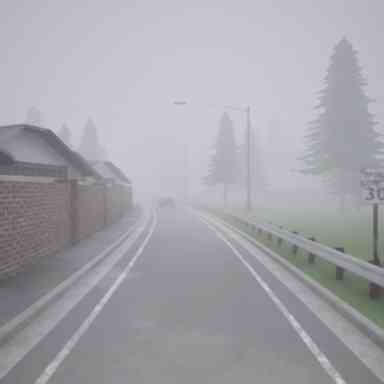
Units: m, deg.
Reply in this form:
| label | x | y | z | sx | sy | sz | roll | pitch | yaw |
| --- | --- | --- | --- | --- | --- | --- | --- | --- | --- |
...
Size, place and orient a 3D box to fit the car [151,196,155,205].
| label | x | y | z | sx | sy | sz | roll | pitch | yaw |
| --- | --- | --- | --- | --- | --- | --- | --- | --- | --- |
| car | -5.170 | 1.225 | 51.356 | 1.812 | 1.442 | 4.674 | 0 | 0 | -14 |

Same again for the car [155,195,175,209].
| label | x | y | z | sx | sy | sz | roll | pitch | yaw |
| --- | --- | --- | --- | --- | --- | --- | --- | --- | --- |
| car | -3.217 | 1.261 | 41.411 | 1.837 | 1.490 | 4.892 | 0 | 0 | -11 |
